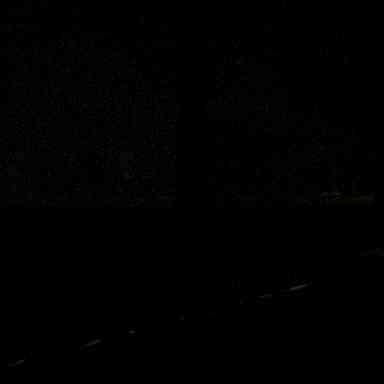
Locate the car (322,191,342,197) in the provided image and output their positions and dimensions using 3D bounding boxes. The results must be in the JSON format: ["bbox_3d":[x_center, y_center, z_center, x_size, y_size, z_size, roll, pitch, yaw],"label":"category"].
[{"bbox_3d":[33.808,0.514,80.347,1.812,1.442,4.674,2,-2,-35],"label":"car"}]
